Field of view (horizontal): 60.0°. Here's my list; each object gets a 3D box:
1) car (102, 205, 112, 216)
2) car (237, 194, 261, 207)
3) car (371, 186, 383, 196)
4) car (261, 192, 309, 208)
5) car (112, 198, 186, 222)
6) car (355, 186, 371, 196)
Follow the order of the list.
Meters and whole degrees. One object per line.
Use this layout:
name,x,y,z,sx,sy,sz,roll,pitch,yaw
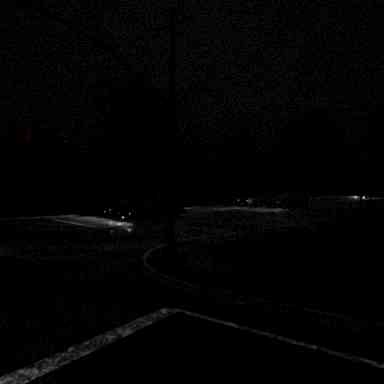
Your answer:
car,-4.961,1.245,27.493,4.892,1.490,1.837,-1,1,-41
car,7.236,0.914,36.946,4.718,1.301,1.895,-3,2,-34
car,26.595,-0.211,43.821,4.902,1.511,2.128,-3,2,-24
car,9.969,0.786,34.541,5.008,1.535,1.882,-3,2,-33
car,-2.864,1.327,24.772,5.357,1.411,2.033,-1,1,-44
car,25.109,-0.182,46.991,4.181,1.385,1.994,-3,2,-24
